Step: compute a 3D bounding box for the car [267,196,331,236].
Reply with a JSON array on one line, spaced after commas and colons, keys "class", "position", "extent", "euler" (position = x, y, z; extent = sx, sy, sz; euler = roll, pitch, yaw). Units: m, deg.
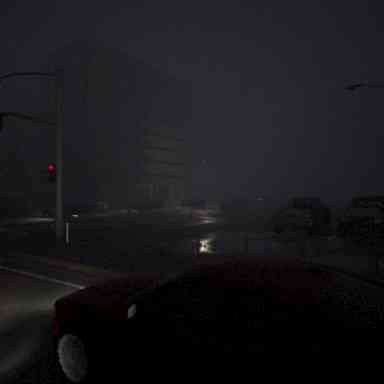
[{"class": "car", "position": [5.799, 1.147, 17.271], "extent": [1.932, 1.855, 4.605], "euler": [0, 0, 34]}]

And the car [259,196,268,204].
[{"class": "car", "position": [13.422, 1.467, 59.894], "extent": [2.128, 1.511, 4.902], "euler": [0, 0, 34]}]

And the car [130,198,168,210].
[{"class": "car", "position": [-5.639, 1.522, 44.439], "extent": [2.033, 1.411, 5.357], "euler": [0, 0, 33]}]

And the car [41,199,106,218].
[{"class": "car", "position": [-10.860, 1.527, 30.399], "extent": [2.033, 1.411, 5.357], "euler": [0, 0, 34]}]

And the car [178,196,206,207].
[{"class": "car", "position": [0.075, 1.464, 52.872], "extent": [2.128, 1.511, 4.902], "euler": [0, 0, 34]}]

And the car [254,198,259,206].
[{"class": "car", "position": [8.343, 1.503, 52.325], "extent": [1.812, 1.442, 4.674], "euler": [0, 0, 34]}]

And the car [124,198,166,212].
[{"class": "car", "position": [-5.511, 1.579, 38.357], "extent": [1.895, 1.301, 4.718], "euler": [0, 0, 34]}]

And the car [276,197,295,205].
[{"class": "car", "position": [16.204, 1.540, 57.767], "extent": [1.994, 1.385, 4.181], "euler": [0, 0, 34]}]

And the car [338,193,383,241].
[{"class": "car", "position": [8.165, 1.152, 15.603], "extent": [1.905, 1.878, 3.866], "euler": [0, 0, 34]}]

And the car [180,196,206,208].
[{"class": "car", "position": [0.169, 1.468, 46.783], "extent": [2.128, 1.511, 4.902], "euler": [0, 0, 34]}]

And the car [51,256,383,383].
[{"class": "car", "position": [0.484, 1.476, 3.616], "extent": [5.008, 1.535, 1.882], "euler": [0, 0, 35]}]

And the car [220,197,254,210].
[{"class": "car", "position": [5.412, 1.528, 41.703], "extent": [2.033, 1.411, 5.357], "euler": [0, 0, 34]}]

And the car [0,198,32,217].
[{"class": "car", "position": [-16.324, 1.330, 28.540], "extent": [2.097, 1.767, 4.553], "euler": [0, 0, 34]}]
